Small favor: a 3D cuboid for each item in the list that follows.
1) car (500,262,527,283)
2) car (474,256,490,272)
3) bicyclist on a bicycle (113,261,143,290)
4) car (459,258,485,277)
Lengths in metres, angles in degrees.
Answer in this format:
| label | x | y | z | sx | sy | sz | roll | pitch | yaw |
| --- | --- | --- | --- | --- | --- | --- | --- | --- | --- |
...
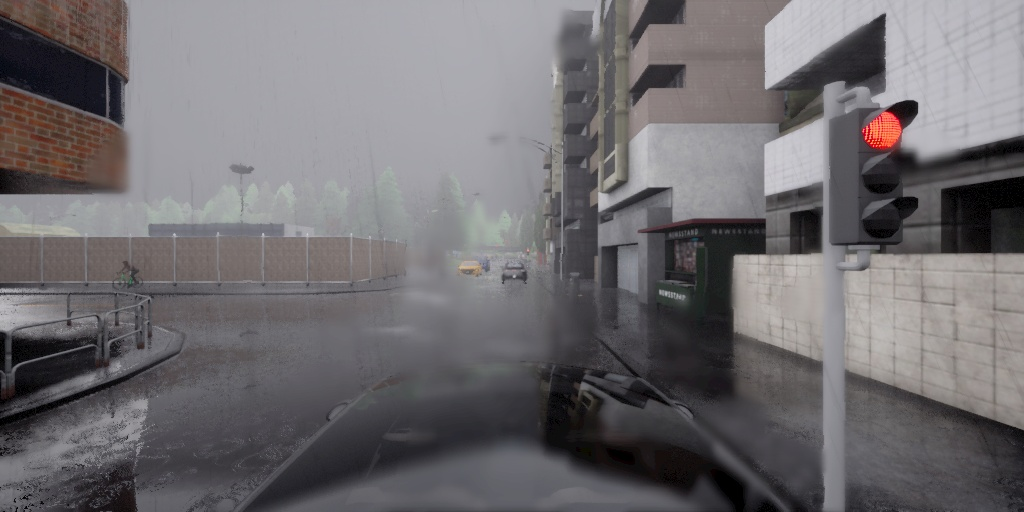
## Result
| label | x | y | z | sx | sy | sz | roll | pitch | yaw |
| --- | --- | --- | --- | --- | --- | --- | --- | --- | --- |
| car | 0.146 | 1.241 | 27.796 | 2.128 | 1.511 | 4.902 | 0 | 0 | -1 |
| car | -4.072 | 0.971 | 46.517 | 2.150 | 2.045 | 5.566 | 0 | 0 | 0 |
| bicyclist on a bicycle | -22.177 | 1.099 | 20.723 | 0.582 | 1.620 | 1.656 | 0 | 0 | 0 |
| car | -4.105 | 1.228 | 35.815 | 1.882 | 1.535 | 5.008 | 0 | 0 | 0 |
